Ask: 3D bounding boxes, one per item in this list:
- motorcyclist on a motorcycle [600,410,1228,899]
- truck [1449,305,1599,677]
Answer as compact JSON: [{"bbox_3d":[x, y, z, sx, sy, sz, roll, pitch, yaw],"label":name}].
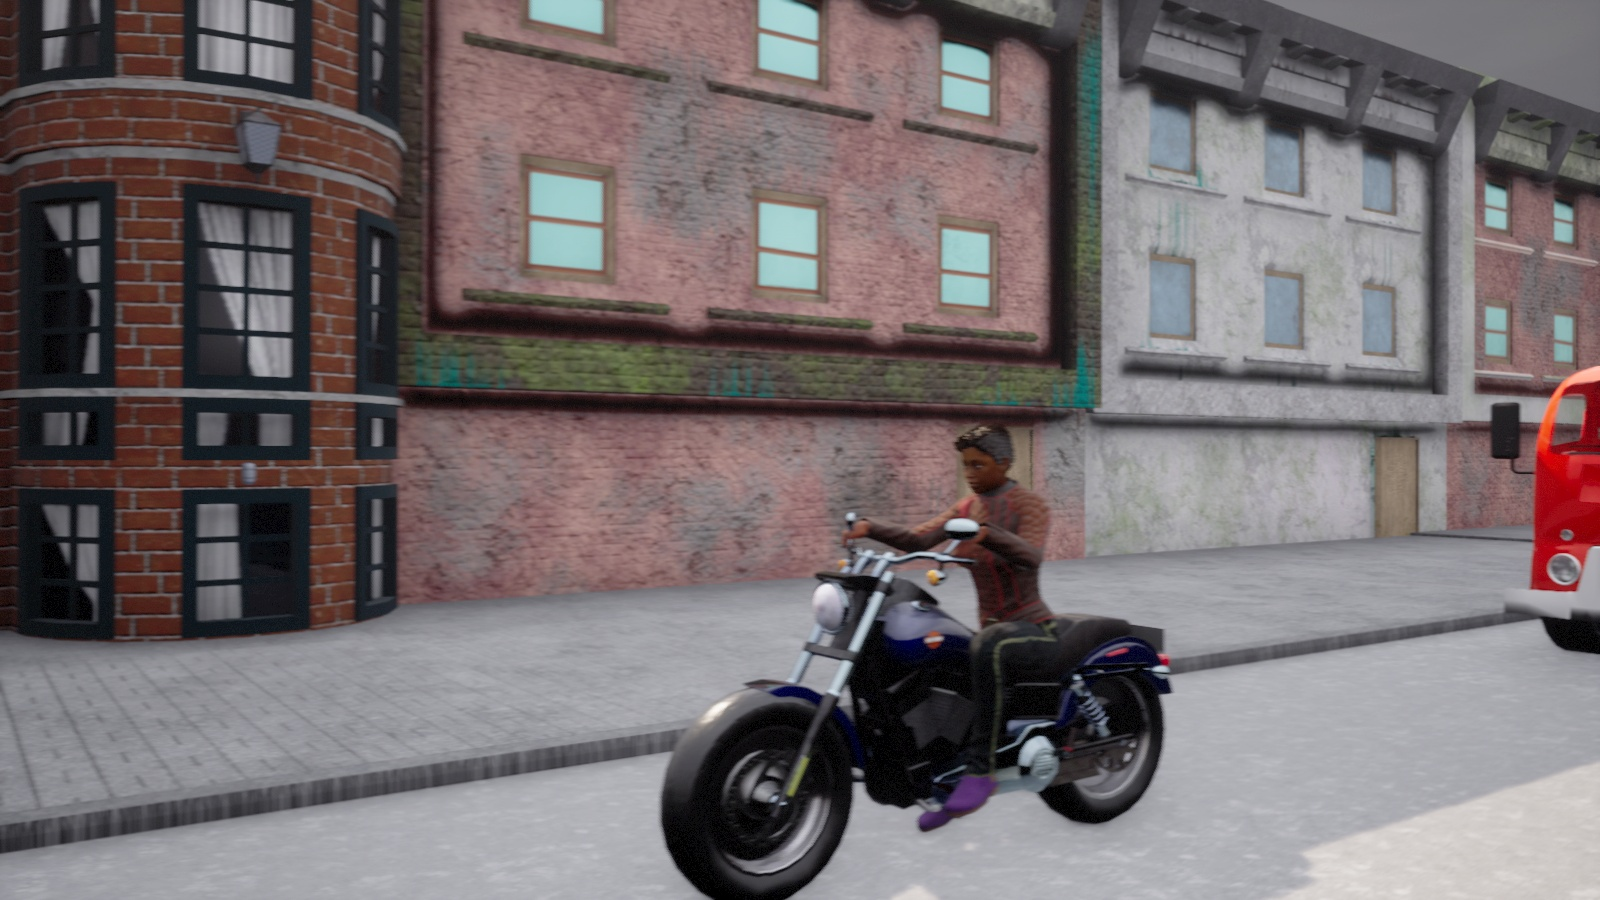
[{"bbox_3d":[0.507,0.705,4.620,2.350,1.649,0.766,0,0,-35],"label":"motorcyclist on a motorcycle"},{"bbox_3d":[7.626,0.262,9.558,5.204,2.467,2.627,0,0,-35],"label":"truck"}]
